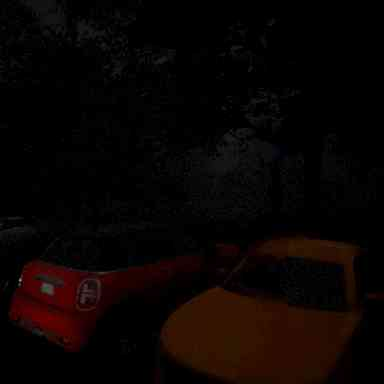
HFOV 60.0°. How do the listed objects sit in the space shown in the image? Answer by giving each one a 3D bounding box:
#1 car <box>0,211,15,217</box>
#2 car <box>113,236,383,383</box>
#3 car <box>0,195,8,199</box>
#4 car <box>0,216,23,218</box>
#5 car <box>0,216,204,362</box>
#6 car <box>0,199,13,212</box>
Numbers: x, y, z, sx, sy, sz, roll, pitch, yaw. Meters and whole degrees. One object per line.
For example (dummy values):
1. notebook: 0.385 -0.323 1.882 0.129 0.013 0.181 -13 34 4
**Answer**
1. car: -5.236 1.447 9.493 2.002 1.452 4.674 1 0 35
2. car: 1.568 1.470 4.646 2.097 1.535 5.008 1 0 36
3. car: -9.787 1.113 12.699 2.435 2.045 5.566 1 0 35
4. car: -2.973 1.429 7.871 2.097 1.535 5.008 1 0 35
5. car: -0.721 1.324 6.232 2.185 1.767 4.553 1 0 36
6. car: -7.523 1.260 11.081 2.185 1.767 4.553 1 0 35
